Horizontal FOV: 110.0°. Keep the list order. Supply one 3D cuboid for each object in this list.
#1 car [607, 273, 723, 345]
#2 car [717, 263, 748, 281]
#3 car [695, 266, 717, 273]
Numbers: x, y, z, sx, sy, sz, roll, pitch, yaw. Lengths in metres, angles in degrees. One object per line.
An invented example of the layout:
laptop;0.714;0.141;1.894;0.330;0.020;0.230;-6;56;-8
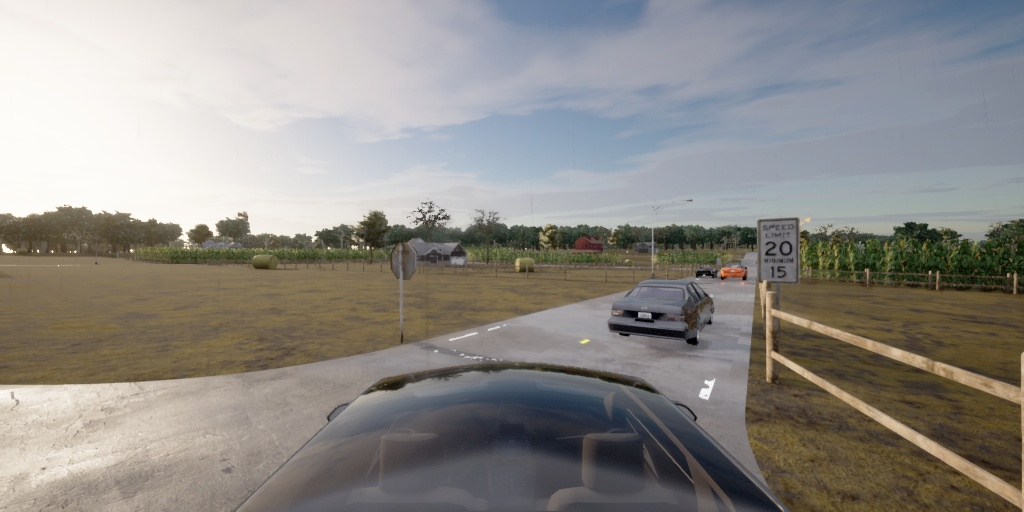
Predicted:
car;4.280;1.339;9.802;2.033;1.411;5.357;0;0;34
car;22.291;1.477;35.966;2.097;1.767;4.553;0;-1;35
car;21.912;1.794;40.374;1.895;1.301;4.718;0;-1;34
